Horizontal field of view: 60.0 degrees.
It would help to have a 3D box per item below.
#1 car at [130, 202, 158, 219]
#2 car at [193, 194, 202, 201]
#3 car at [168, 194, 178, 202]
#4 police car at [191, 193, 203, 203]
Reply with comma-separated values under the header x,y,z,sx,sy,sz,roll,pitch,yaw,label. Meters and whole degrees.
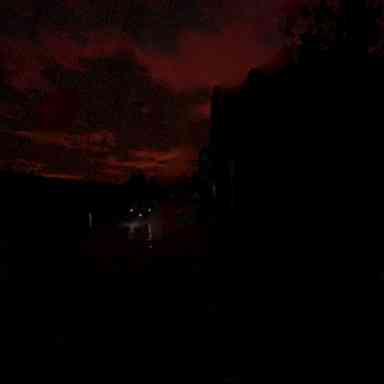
x,y,z,sx,sy,sz,roll,pitch,yaw,label
-4.095,1.529,28.650,1.895,1.301,4.718,0,0,0,car
1.209,1.268,75.133,1.801,1.575,5.366,0,0,0,car
-3.991,1.279,70.730,1.882,1.535,5.008,0,0,0,car
1.196,1.257,65.055,1.930,1.638,5.238,0,0,0,police car
